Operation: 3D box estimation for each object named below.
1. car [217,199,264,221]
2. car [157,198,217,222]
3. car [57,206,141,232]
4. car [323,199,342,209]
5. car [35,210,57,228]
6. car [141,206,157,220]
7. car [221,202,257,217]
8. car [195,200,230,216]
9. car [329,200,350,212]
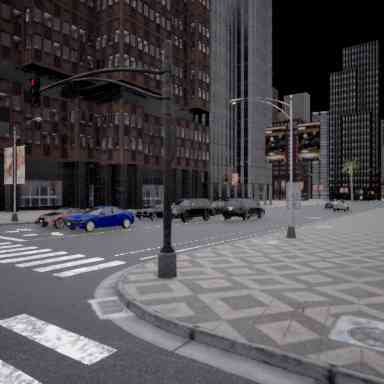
[{"bbox_3d":[5.029,1.676,32.150,2.150,2.045,5.566,0,-1,35],"label":"car"},{"bbox_3d":[-0.312,1.607,30.543,2.150,2.045,5.566,0,-1,35],"label":"car"},{"bbox_3d":[-6.086,1.717,22.350,1.882,1.535,5.008,0,-1,35],"label":"car"},{"bbox_3d":[26.322,2.505,62.375,1.837,1.490,4.892,0,-3,35],"label":"car"},{"bbox_3d":[-8.951,1.794,23.922,1.994,1.385,4.181,0,-1,36],"label":"car"},{"bbox_3d":[-3.281,1.974,31.975,1.895,1.301,4.718,0,-1,35],"label":"car"},{"bbox_3d":[5.612,2.026,38.935,2.128,1.511,4.902,0,-1,35],"label":"car"},{"bbox_3d":[2.542,1.872,40.226,2.097,1.767,4.553,0,-1,35],"label":"car"},{"bbox_3d":[24.183,2.430,53.678,2.033,1.411,5.357,0,-1,34],"label":"car"}]
